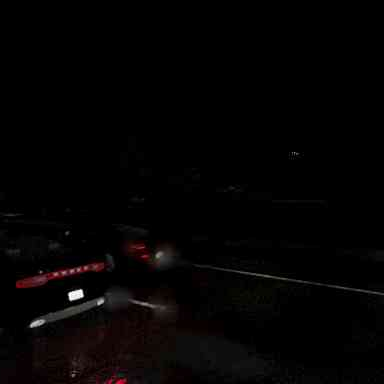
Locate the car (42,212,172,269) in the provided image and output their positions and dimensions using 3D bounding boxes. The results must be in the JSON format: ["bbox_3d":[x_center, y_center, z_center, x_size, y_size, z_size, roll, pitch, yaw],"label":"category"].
[{"bbox_3d":[-2.734,1.542,10.213,4.674,1.442,1.812,0,0,35],"label":"car"}]

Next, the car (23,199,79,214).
[{"bbox_3d":[-15.237,1.572,36.168,1.837,1.490,4.892,0,0,36],"label":"car"}]

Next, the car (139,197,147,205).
[{"bbox_3d":[-10.204,1.613,60.872,1.812,1.442,4.674,0,0,36],"label":"car"}]

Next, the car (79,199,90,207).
[{"bbox_3d":[-17.882,1.688,50.368,1.895,1.301,4.718,0,0,36],"label":"car"}]

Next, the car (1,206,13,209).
[{"bbox_3d":[-10.912,1.543,16.031,4.892,1.490,1.837,0,0,35],"label":"car"}]

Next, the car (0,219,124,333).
[{"bbox_3d":[-3.864,1.492,6.731,5.008,1.535,1.882,0,0,35],"label":"car"}]

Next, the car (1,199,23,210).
[{"bbox_3d":[-23.635,1.635,42.478,2.033,1.411,5.357,0,0,36],"label":"car"}]

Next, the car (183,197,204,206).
[{"bbox_3d":[0.349,1.630,57.525,1.994,1.385,4.181,0,0,36],"label":"car"}]

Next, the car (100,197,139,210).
[{"bbox_3d":[-9.744,1.544,43.709,1.882,1.535,5.008,0,0,36],"label":"car"}]
